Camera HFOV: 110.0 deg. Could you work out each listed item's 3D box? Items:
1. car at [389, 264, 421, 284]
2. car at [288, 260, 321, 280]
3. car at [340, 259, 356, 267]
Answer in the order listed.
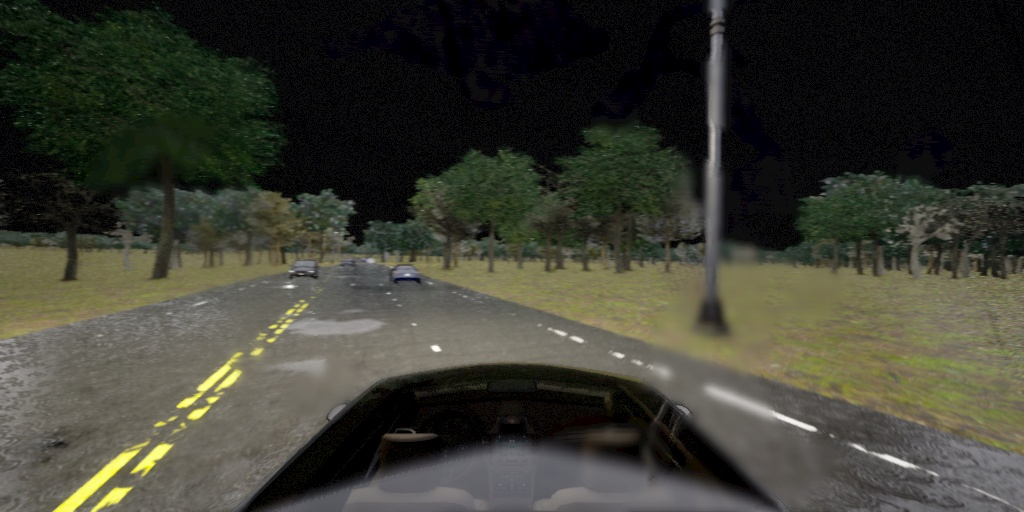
[{"bbox_3d":[-8.155,1.294,27.120,1.994,1.385,4.181,1,0,-24],"label":"car"},{"bbox_3d":[-16.400,1.064,28.545,1.837,1.490,4.892,1,0,-23],"label":"car"},{"bbox_3d":[-26.944,1.128,58.979,1.994,1.385,4.181,1,-1,-17],"label":"car"}]
